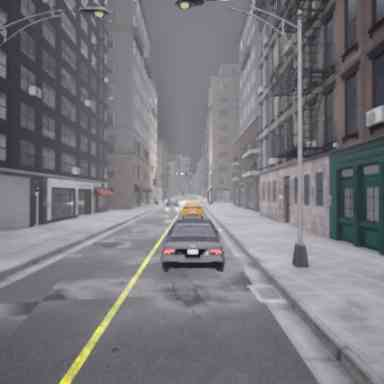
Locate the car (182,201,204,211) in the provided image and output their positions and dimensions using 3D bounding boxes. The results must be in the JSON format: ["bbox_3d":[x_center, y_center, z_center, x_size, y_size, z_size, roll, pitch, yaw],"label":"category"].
[{"bbox_3d":[0.075,1.582,31.266,1.882,1.535,5.008,0,0,0],"label":"car"}]

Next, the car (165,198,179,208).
[{"bbox_3d":[-3.072,1.693,52.468,1.812,1.442,4.674,0,0,0],"label":"car"}]

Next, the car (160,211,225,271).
[{"bbox_3d":[0.044,1.583,11.010,2.033,1.411,5.357,0,0,1],"label":"car"}]
